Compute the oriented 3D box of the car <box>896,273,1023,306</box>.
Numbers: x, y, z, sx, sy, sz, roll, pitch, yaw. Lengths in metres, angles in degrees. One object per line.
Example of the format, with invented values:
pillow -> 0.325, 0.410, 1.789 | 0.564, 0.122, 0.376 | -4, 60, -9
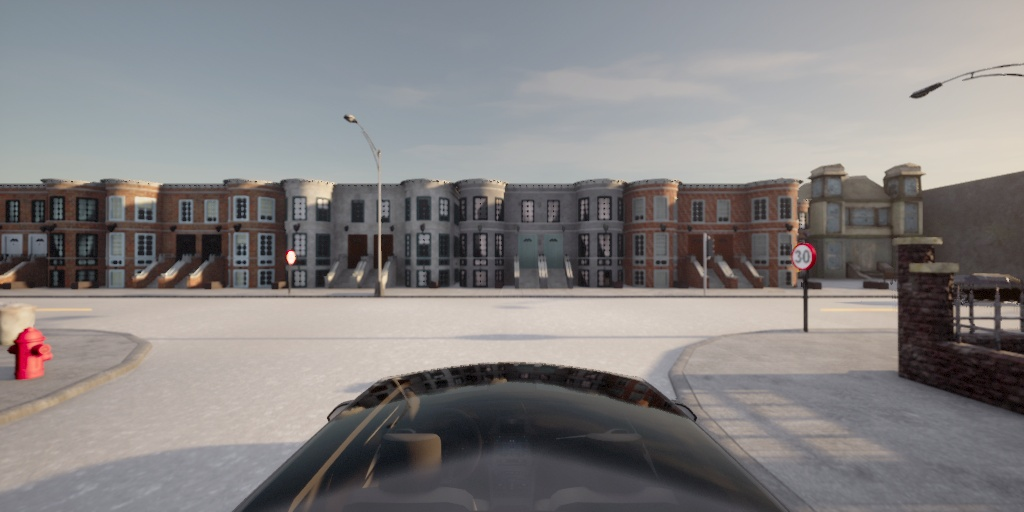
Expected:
car -> 19.922, 1.422, 15.652 | 4.718, 1.301, 1.895 | 0, 0, 0
